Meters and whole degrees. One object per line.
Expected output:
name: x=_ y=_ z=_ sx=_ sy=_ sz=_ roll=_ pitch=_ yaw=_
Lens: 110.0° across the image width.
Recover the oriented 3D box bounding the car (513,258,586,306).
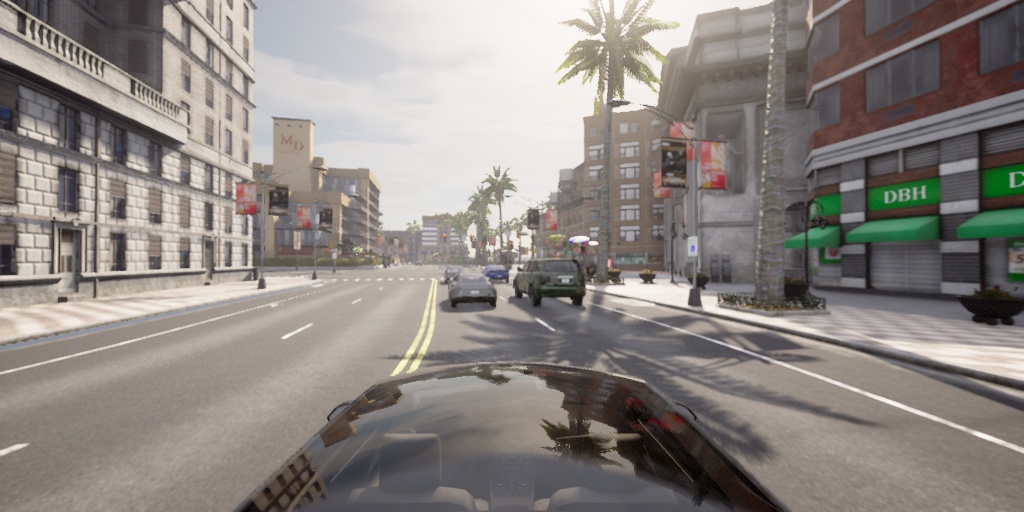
car: x=1.589 y=1.103 z=16.832 sx=2.150 sy=2.045 sz=5.566 roll=0 pitch=0 yaw=-12

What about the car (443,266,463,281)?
car: x=-4.861 y=1.571 z=30.781 sx=2.033 sy=1.411 sz=5.357 roll=0 pitch=-1 yaw=-12

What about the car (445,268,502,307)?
car: x=-1.895 y=1.452 z=16.426 sx=1.994 sy=1.385 sz=4.181 roll=0 pitch=0 yaw=-11

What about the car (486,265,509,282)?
car: x=-1.526 y=1.507 z=31.960 sx=1.882 sy=1.535 sz=5.008 roll=0 pitch=0 yaw=-11
